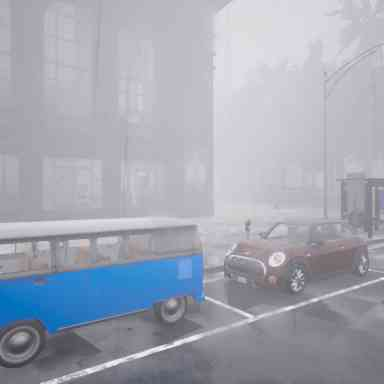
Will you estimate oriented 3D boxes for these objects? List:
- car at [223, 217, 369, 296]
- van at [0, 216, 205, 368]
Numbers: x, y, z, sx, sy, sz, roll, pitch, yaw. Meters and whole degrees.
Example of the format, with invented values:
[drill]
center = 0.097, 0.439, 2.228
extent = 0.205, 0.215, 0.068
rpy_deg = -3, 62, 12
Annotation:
[car]
center = 2.740, 1.438, 8.600
extent = 4.097, 1.590, 1.967
rpy_deg = 0, 0, -35
[van]
center = -1.680, 1.341, 5.453
extent = 3.998, 1.788, 1.690
rpy_deg = 0, 0, -35
